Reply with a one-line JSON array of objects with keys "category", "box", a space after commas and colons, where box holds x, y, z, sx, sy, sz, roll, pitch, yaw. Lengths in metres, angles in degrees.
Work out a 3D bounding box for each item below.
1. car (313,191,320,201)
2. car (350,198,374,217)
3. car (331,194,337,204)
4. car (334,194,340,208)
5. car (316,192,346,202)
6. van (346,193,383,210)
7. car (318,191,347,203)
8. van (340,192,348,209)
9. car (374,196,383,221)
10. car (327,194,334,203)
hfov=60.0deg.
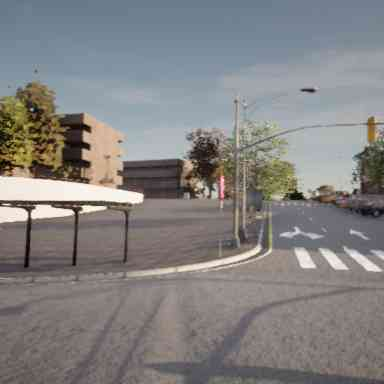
[{"category": "car", "box": [24.954, 0.853, 58.568, 5.566, 2.045, 2.435, 1, 2, -7]}, {"category": "car", "box": [18.532, 1.624, 32.152, 4.892, 1.521, 2.231, 1, 1, -6]}, {"category": "car", "box": [21.453, 1.433, 43.891, 4.674, 1.452, 2.002, 1, 2, -6]}, {"category": "car", "box": [20.907, 1.449, 40.976, 5.366, 1.575, 1.946, 1, 1, -6]}, {"category": "car", "box": [25.634, 0.920, 61.544, 4.553, 1.767, 2.185, 1, 1, -7]}, {"category": "van", "box": [19.154, 1.339, 35.060, 4.442, 1.987, 1.878, 1, 2, -6]}, {"category": "car", "box": [24.469, 1.161, 55.657, 5.366, 1.575, 1.946, 1, 1, -7]}, {"category": "van", "box": [19.881, 1.281, 38.000, 4.442, 1.987, 1.878, 1, 2, -6]}, {"category": "car", "box": [16.387, 1.545, 23.354, 5.566, 2.045, 2.435, 1, 1, -6]}, {"category": "car", "box": [22.163, 1.375, 46.834, 4.674, 1.452, 2.002, 1, 1, -6]}]
